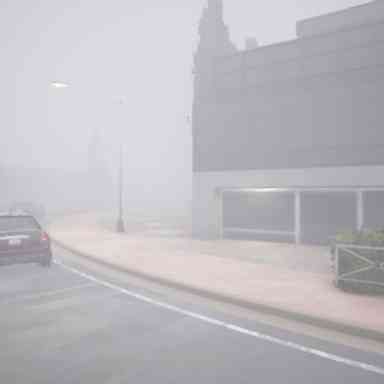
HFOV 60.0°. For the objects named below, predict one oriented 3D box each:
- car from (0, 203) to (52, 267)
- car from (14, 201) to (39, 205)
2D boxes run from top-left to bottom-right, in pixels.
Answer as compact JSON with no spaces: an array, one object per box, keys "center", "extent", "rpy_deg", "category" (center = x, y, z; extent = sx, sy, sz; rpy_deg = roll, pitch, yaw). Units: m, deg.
[{"center":[-6.241,1.414,10.912],"extent":[2.097,1.767,4.553],"rpy_deg":[1,-1,-39],"category":"car"},{"center":[-13.638,1.511,27.676],"extent":[2.097,1.767,4.553],"rpy_deg":[0,0,-12],"category":"car"}]
